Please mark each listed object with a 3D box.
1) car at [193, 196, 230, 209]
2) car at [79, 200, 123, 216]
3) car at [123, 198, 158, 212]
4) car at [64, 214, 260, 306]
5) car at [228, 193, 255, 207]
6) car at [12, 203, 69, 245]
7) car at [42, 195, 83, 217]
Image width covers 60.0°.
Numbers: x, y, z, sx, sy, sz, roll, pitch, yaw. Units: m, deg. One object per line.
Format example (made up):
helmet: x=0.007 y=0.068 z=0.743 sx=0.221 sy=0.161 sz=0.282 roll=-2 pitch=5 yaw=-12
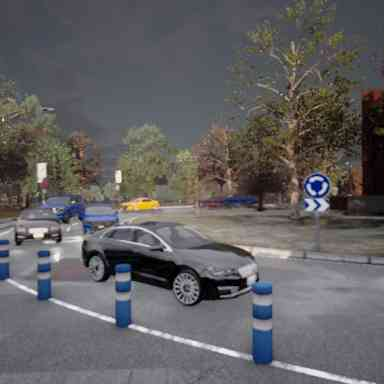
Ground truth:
car: x=2.215 y=1.487 z=42.361 sx=4.181 sy=1.385 sz=1.994 roll=0 pitch=0 yaw=-29
car: x=-5.358 y=1.485 z=19.148 sx=1.882 sy=1.535 sz=5.008 roll=-1 pitch=0 yaw=-18
car: x=-6.039 y=1.446 z=38.710 sx=1.882 sy=1.535 sz=5.008 roll=0 pitch=0 yaw=36
car: x=-0.737 y=1.500 z=8.146 sx=4.902 sy=1.511 sz=2.128 roll=0 pitch=0 yaw=38
car: x=6.215 y=1.119 z=47.698 sx=5.566 sy=2.045 sz=2.150 roll=0 pitch=0 yaw=-15
car: x=-7.307 y=1.515 z=15.822 sx=2.128 sy=1.511 sz=4.902 roll=0 pitch=0 yaw=-25
car: x=-9.854 y=1.236 z=25.337 sx=2.150 sy=2.045 sz=5.566 roll=0 pitch=0 yaw=0
